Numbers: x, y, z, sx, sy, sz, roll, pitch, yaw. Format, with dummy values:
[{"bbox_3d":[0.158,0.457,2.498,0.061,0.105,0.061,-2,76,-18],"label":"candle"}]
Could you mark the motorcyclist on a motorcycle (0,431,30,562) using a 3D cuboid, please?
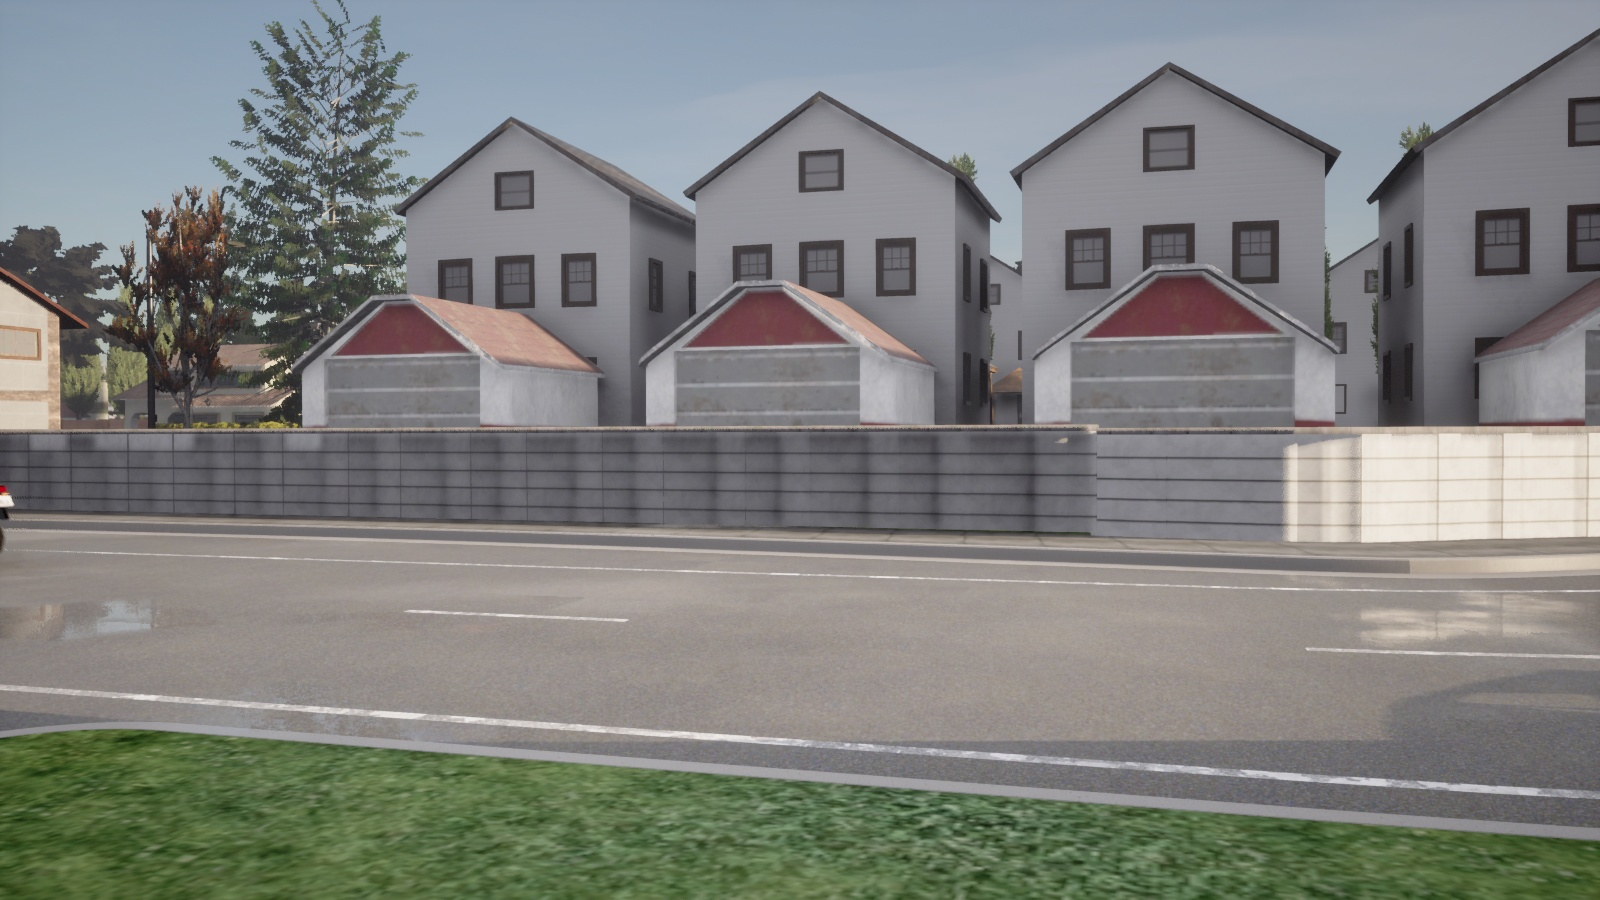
[{"bbox_3d":[-10.244,0.533,14.831,2.044,1.523,0.797,0,1,17],"label":"motorcyclist on a motorcycle"}]
